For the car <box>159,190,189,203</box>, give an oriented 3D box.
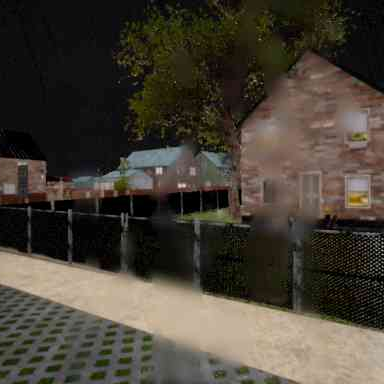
[{"bbox_3d":[-1.520,0.494,35.238,2.033,1.411,5.357,-1,2,36],"label":"car"}]
